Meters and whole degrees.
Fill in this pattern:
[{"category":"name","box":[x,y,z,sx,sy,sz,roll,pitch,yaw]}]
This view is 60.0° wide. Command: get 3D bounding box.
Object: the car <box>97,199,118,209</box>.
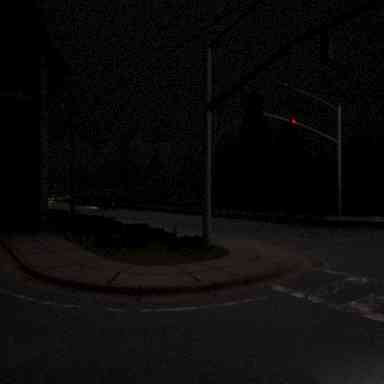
[{"category":"car","box":[-12.058,1.673,47.350,1.994,1.385,4.181,0,0,-34]}]
